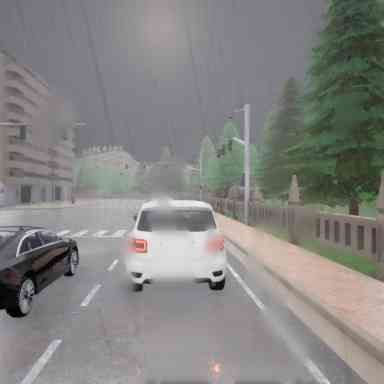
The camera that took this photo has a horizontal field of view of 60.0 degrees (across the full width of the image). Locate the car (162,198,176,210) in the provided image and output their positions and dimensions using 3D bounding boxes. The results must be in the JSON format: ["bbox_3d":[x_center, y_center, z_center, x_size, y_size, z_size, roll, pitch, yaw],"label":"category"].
[{"bbox_3d":[-3.096,1.526,44.370,1.812,1.442,4.674,0,0,-4],"label":"car"}]

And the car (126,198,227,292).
[{"bbox_3d":[-0.464,1.221,9.130,2.150,2.045,5.566,0,0,-4],"label":"car"}]

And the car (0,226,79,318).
[{"bbox_3d":[-3.958,1.492,7.355,2.128,1.511,4.902,0,0,-3],"label":"car"}]
